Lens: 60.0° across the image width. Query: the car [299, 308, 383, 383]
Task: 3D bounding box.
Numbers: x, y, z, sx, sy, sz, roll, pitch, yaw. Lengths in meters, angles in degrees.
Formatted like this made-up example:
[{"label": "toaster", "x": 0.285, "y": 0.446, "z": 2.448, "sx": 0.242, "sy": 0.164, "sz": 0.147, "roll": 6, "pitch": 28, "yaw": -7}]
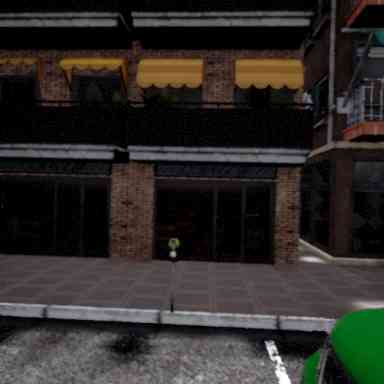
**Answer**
[{"label": "car", "x": 3.545, "y": 1.315, "z": 1.827, "sx": 5.566, "sy": 2.045, "sz": 2.150, "roll": 1, "pitch": 0, "yaw": 3}]
